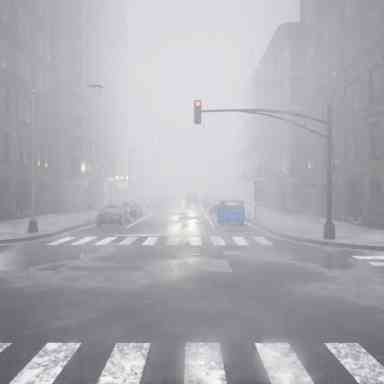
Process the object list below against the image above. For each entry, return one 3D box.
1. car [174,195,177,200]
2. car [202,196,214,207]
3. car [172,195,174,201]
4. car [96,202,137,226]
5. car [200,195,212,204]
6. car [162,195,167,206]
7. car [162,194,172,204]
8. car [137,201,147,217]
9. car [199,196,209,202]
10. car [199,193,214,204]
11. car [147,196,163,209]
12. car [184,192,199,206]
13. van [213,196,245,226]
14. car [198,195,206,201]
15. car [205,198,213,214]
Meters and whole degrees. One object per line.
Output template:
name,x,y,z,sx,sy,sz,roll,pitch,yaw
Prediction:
car,-5.389,1.409,79.973,1.967,1.590,4.097,0,0,0
car,2.637,1.576,45.889,1.802,1.307,4.206,0,0,0
car,-5.389,1.292,68.610,2.192,1.841,5.009,0,0,0
car,-5.389,1.549,23.155,2.008,1.369,4.403,0,0,0
car,2.636,1.422,62.933,1.967,1.590,4.097,0,0,0
car,-5.388,1.556,51.565,1.947,1.339,4.313,0,0,0
car,-5.389,1.547,62.928,1.947,1.339,4.313,0,0,0
car,-5.389,1.543,28.837,1.887,1.381,4.507,0,0,0
car,2.636,1.524,74.295,2.008,1.369,4.403,0,0,0
car,2.637,1.305,51.571,2.192,1.841,5.009,0,0,0
car,-5.389,1.519,45.713,1.752,1.417,4.829,0,0,0
car,0.103,1.207,56.482,2.150,2.045,5.566,0,0,0
van,2.636,1.340,23.164,1.690,1.788,3.998,0,0,0
car,2.636,1.530,85.658,1.947,1.339,4.313,0,0,0
car,2.637,1.580,34.526,1.802,1.307,4.206,0,0,0
